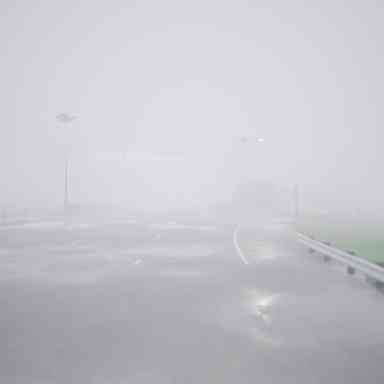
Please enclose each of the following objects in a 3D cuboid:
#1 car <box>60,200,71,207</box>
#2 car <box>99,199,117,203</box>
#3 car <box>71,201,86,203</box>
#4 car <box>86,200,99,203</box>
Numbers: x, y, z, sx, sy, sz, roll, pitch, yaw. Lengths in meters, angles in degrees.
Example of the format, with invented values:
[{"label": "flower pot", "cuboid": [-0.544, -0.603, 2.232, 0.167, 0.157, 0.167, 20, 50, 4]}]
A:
[{"label": "car", "cuboid": [-30.833, 2.833, 81.821, 1.837, 1.490, 4.892, 0, -2, 1]}, {"label": "car", "cuboid": [-20.333, 2.873, 81.683, 2.033, 1.411, 5.357, 0, -2, 1]}, {"label": "car", "cuboid": [-27.333, 2.927, 81.742, 1.895, 1.301, 4.718, 0, -2, 1]}, {"label": "car", "cuboid": [-23.833, 2.833, 81.730, 1.837, 1.490, 4.892, 0, -2, 1]}]
